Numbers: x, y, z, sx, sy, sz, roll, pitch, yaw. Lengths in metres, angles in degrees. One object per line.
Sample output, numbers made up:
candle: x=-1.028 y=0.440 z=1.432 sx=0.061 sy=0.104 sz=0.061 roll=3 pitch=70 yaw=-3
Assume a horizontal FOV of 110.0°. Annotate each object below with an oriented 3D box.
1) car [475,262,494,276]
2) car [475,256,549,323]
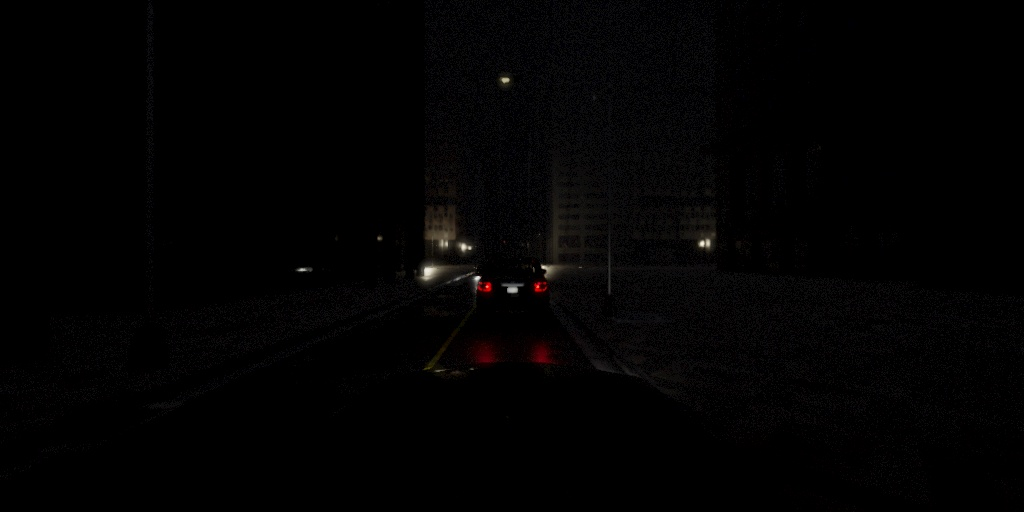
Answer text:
car: x=-3.139 y=1.488 z=41.580 sx=1.837 sy=1.490 sz=4.892 roll=0 pitch=0 yaw=0
car: x=0.053 y=1.035 z=12.540 sx=2.150 sy=2.045 sz=5.566 roll=0 pitch=0 yaw=1
